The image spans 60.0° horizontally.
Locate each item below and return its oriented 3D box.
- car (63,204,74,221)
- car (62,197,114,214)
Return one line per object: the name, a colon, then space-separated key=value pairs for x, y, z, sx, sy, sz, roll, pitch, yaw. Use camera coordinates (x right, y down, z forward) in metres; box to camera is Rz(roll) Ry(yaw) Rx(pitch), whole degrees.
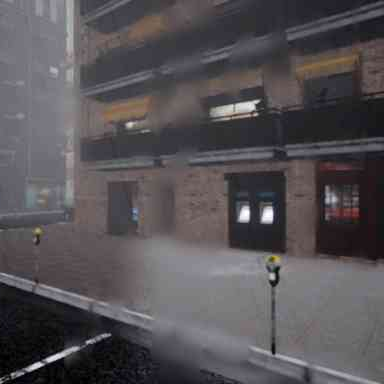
car: x=-6.951 y=1.318 z=23.684 sx=2.008 sy=1.369 sz=4.403 roll=1 pitch=1 yaw=36
car: x=-10.119 y=1.231 z=32.738 sx=1.752 sy=1.417 sz=4.829 roll=1 pitch=1 yaw=36
